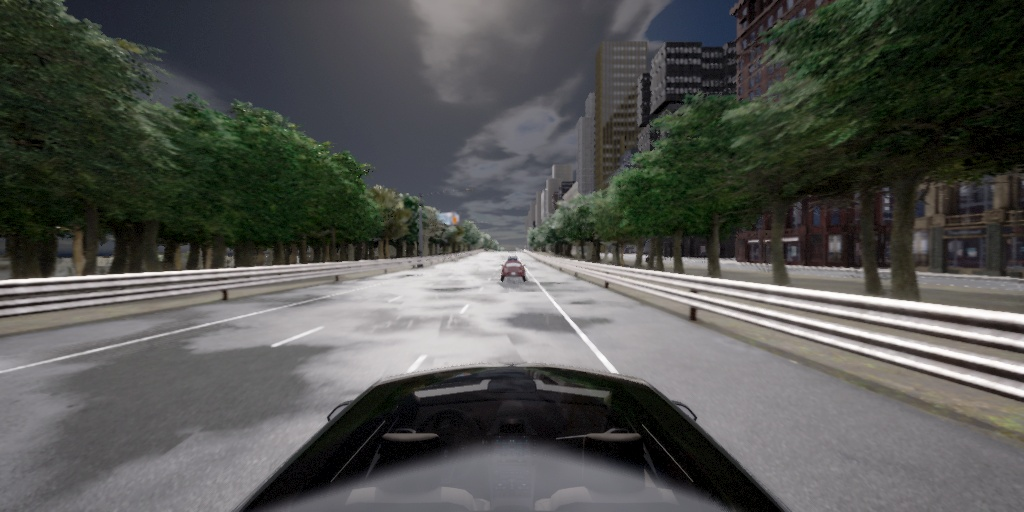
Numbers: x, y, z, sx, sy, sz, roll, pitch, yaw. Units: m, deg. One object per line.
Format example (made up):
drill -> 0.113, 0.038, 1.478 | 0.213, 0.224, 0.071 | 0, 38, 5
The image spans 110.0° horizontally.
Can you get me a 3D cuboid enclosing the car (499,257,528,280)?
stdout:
car -> 0.105, 1.088, 28.216 | 1.812, 1.442, 4.674 | 0, 1, 0
